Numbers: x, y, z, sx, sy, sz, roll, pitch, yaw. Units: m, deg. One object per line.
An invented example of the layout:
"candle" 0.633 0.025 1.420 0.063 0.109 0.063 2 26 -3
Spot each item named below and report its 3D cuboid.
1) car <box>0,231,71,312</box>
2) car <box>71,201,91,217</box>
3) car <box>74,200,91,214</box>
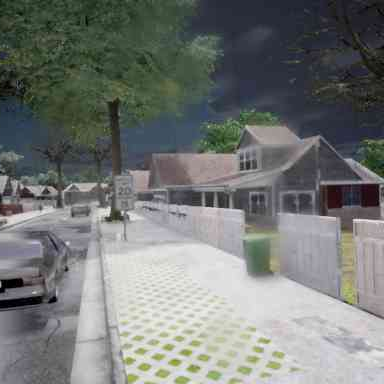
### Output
"car" -4.104 1.671 8.101 2.033 1.411 5.357 -2 0 -16
"car" -12.731 2.026 38.001 2.128 1.511 4.902 -2 -1 -16
"car" -15.544 2.075 47.497 2.097 1.767 4.553 -2 -1 -16
